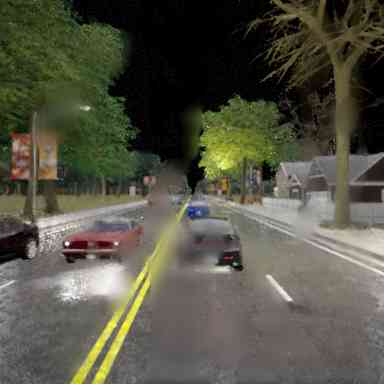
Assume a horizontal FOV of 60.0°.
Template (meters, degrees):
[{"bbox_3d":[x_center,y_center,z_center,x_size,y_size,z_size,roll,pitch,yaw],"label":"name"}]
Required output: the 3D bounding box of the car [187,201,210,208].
[{"bbox_3d":[0.562,1.489,29.166,1.882,1.535,5.008,0,0,0],"label":"car"}]

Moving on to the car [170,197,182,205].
[{"bbox_3d":[-2.746,1.559,58.091,1.812,1.442,4.674,0,0,1],"label":"car"}]

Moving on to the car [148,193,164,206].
[{"bbox_3d":[-6.004,1.245,55.786,2.150,2.045,5.566,0,0,1],"label":"car"}]

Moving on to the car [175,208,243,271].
[{"bbox_3d":[0.514,1.505,10.929,1.837,1.490,4.892,0,0,0],"label":"car"}]

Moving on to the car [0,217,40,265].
[{"bbox_3d":[-6.191,1.461,9.467,1.882,1.535,5.008,0,0,0],"label":"car"}]

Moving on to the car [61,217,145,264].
[{"bbox_3d":[-2.933,1.592,11.881,1.895,1.301,4.718,0,0,0],"label":"car"}]
